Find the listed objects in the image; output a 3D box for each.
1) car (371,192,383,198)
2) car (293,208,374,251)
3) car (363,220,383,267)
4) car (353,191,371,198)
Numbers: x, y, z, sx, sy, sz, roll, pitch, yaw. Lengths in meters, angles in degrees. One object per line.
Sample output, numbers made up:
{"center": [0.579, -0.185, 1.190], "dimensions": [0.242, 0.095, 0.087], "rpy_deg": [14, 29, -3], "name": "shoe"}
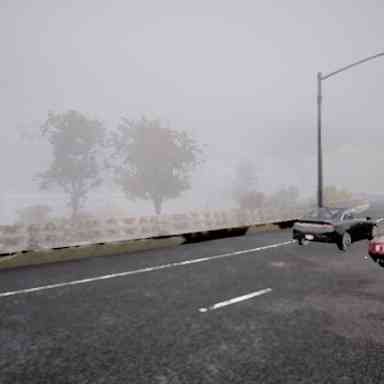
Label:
{"center": [42.480, 0.774, 76.839], "dimensions": [1.994, 1.385, 4.181], "rpy_deg": [-1, 0, 6], "name": "car"}
{"center": [6.000, 1.395, 13.641], "dimensions": [4.902, 1.511, 2.128], "rpy_deg": [-1, 0, -43], "name": "car"}
{"center": [7.104, 1.506, 9.877], "dimensions": [4.718, 1.301, 1.895], "rpy_deg": [-1, 0, -41], "name": "car"}
{"center": [39.006, 0.609, 77.270], "dimensions": [2.097, 1.767, 4.553], "rpy_deg": [-1, 0, 6], "name": "car"}
